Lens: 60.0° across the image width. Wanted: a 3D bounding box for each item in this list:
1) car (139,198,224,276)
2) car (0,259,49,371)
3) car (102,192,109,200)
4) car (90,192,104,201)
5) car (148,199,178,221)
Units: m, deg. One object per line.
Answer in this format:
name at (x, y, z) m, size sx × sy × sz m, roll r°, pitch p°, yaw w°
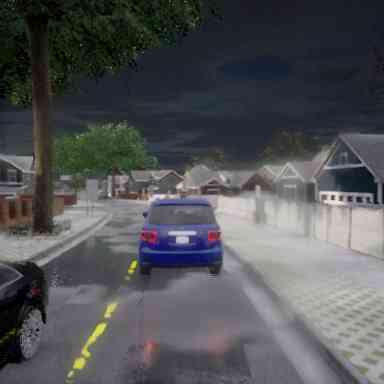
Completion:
car at (-0.397, 1.181, 10.394) m, size 2.150 × 2.045 × 5.566 m, roll 0°, pitch 1°, yaw -4°
car at (-2.984, 1.481, 3.007) m, size 2.128 × 1.511 × 4.902 m, roll 0°, pitch 0°, yaw -2°
car at (-21.957, 1.034, 81.635) m, size 2.150 × 2.045 × 5.566 m, roll -1°, pitch 0°, yaw -28°
car at (-22.332, 1.406, 76.502) m, size 1.994 × 1.385 × 4.181 m, roll -1°, pitch 0°, yaw -28°
car at (-2.535, 1.396, 27.652) m, size 2.128 × 1.511 × 4.902 m, roll 0°, pitch 0°, yaw -9°
